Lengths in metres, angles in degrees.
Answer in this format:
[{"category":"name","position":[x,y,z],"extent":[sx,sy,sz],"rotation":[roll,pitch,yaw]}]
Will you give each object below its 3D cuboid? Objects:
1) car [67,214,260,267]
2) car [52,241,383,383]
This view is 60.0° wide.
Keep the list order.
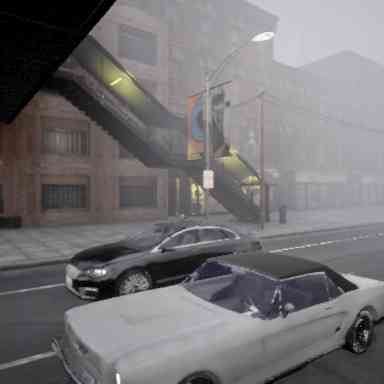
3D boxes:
[{"category":"car","position":[-0.429,1.484,7.990],"extent":[4.902,1.511,2.128],"rotation":[0,0,-36]},{"category":"car","position":[0.730,1.595,4.517],"extent":[4.718,1.301,1.895],"rotation":[0,0,-36]}]
